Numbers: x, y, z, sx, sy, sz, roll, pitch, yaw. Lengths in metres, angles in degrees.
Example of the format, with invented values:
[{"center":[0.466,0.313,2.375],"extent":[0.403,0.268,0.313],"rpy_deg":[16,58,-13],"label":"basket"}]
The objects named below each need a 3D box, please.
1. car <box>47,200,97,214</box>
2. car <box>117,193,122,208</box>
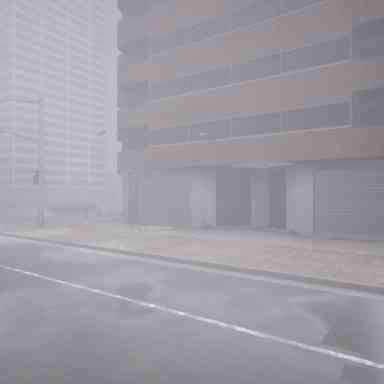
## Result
[{"center":[-13.034,1.547,36.532],"extent":[2.033,1.411,5.357],"rpy_deg":[0,0,35],"label":"car"},{"center":[-7.338,1.352,44.654],"extent":[2.097,1.767,4.553],"rpy_deg":[0,0,35],"label":"car"}]
